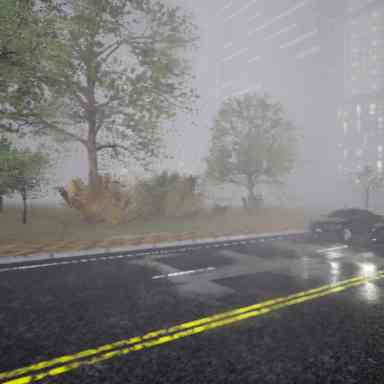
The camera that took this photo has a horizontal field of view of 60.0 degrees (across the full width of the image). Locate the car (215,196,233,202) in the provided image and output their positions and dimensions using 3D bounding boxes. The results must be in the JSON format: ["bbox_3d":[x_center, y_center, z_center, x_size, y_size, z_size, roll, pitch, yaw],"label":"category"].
[{"bbox_3d":[7.241,1.601,74.831,1.895,1.301,4.718,1,0,-35],"label":"car"}]

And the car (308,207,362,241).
[{"bbox_3d":[8.120,1.591,17.447,5.008,1.535,1.882,1,0,-35],"label":"car"}]

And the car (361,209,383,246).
[{"bbox_3d":[9.811,1.589,14.662,5.008,1.535,1.882,1,0,-35],"label":"car"}]
